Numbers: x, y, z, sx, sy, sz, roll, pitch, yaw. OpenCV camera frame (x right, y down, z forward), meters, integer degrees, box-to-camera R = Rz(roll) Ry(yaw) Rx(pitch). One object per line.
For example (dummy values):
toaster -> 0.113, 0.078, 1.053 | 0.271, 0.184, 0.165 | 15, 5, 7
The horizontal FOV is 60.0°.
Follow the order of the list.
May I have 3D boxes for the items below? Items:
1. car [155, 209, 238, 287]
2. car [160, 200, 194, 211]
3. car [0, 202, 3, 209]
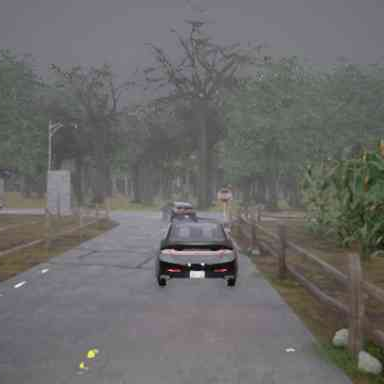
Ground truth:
car -> 0.107, 1.447, 9.180 | 2.128, 1.511, 4.902 | 0, 0, 0
car -> -1.142, 1.386, 24.796 | 1.837, 1.490, 4.892 | 1, 0, -17
car -> -19.274, 0.956, 29.440 | 4.674, 1.442, 1.812 | 1, 0, 0
